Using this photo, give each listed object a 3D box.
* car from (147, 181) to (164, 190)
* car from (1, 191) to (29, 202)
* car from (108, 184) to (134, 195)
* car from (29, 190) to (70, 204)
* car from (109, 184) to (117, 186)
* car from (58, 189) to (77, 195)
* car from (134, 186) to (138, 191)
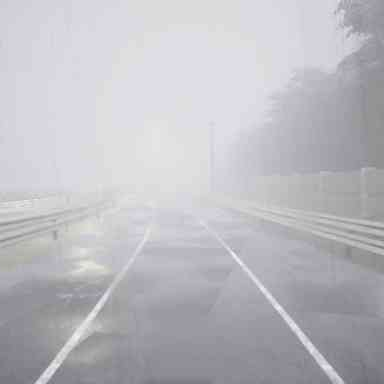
[{"bbox_3d":[-9.028,-1.168,77.829,2.128,1.511,4.902,0,3,14],"label":"car"},{"bbox_3d":[-21.492,0.632,41.761,2.097,1.767,4.553,0,3,14],"label":"car"},{"bbox_3d":[-13.077,-0.207,61.349,1.895,1.301,4.718,0,3,14],"label":"car"},{"bbox_3d":[-17.846,0.811,41.943,1.994,1.385,4.181,0,3,14],"label":"car"},{"bbox_3d":[-17.031,-1.119,74.592,2.097,1.767,4.553,0,3,14],"label":"car"},{"bbox_3d":[-21.543,0.114,56.233,1.895,1.301,4.718,0,3,14],"label":"car"},{"bbox_3d":[-13.623,-0.914,73.800,2.033,1.411,5.357,0,3,14],"label":"car"}]
